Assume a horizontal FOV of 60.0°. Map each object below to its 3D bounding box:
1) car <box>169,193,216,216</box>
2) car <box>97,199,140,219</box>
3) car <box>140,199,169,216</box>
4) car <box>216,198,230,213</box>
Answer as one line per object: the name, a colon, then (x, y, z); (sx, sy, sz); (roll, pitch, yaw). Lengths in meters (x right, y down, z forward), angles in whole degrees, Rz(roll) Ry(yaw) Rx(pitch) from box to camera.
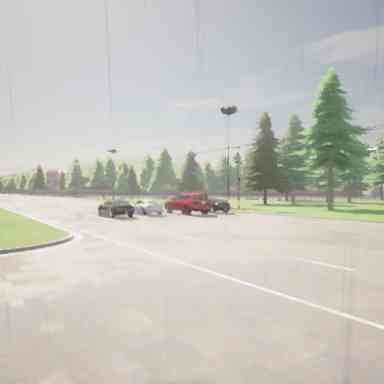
car: (-0.511, 1.125, 31.975); (2.150, 2.045, 5.566); (0, 0, -35)
car: (-6.633, 1.405, 28.507); (1.837, 1.490, 4.892); (0, 0, -35)
car: (-4.430, 1.422, 31.426); (1.812, 1.442, 4.674); (0, 0, -36)
car: (1.916, 1.406, 34.603); (1.837, 1.490, 4.892); (0, 0, -35)
